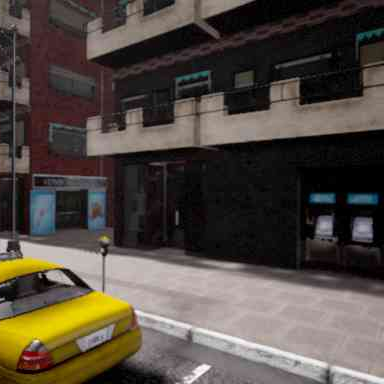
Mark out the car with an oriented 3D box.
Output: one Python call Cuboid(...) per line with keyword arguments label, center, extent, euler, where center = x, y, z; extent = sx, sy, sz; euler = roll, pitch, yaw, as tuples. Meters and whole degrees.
Cuboid(label="car", center=(-2.916, 1.560, 4.932), extent=(4.829, 1.417, 1.752), euler=(0, 0, 35))
